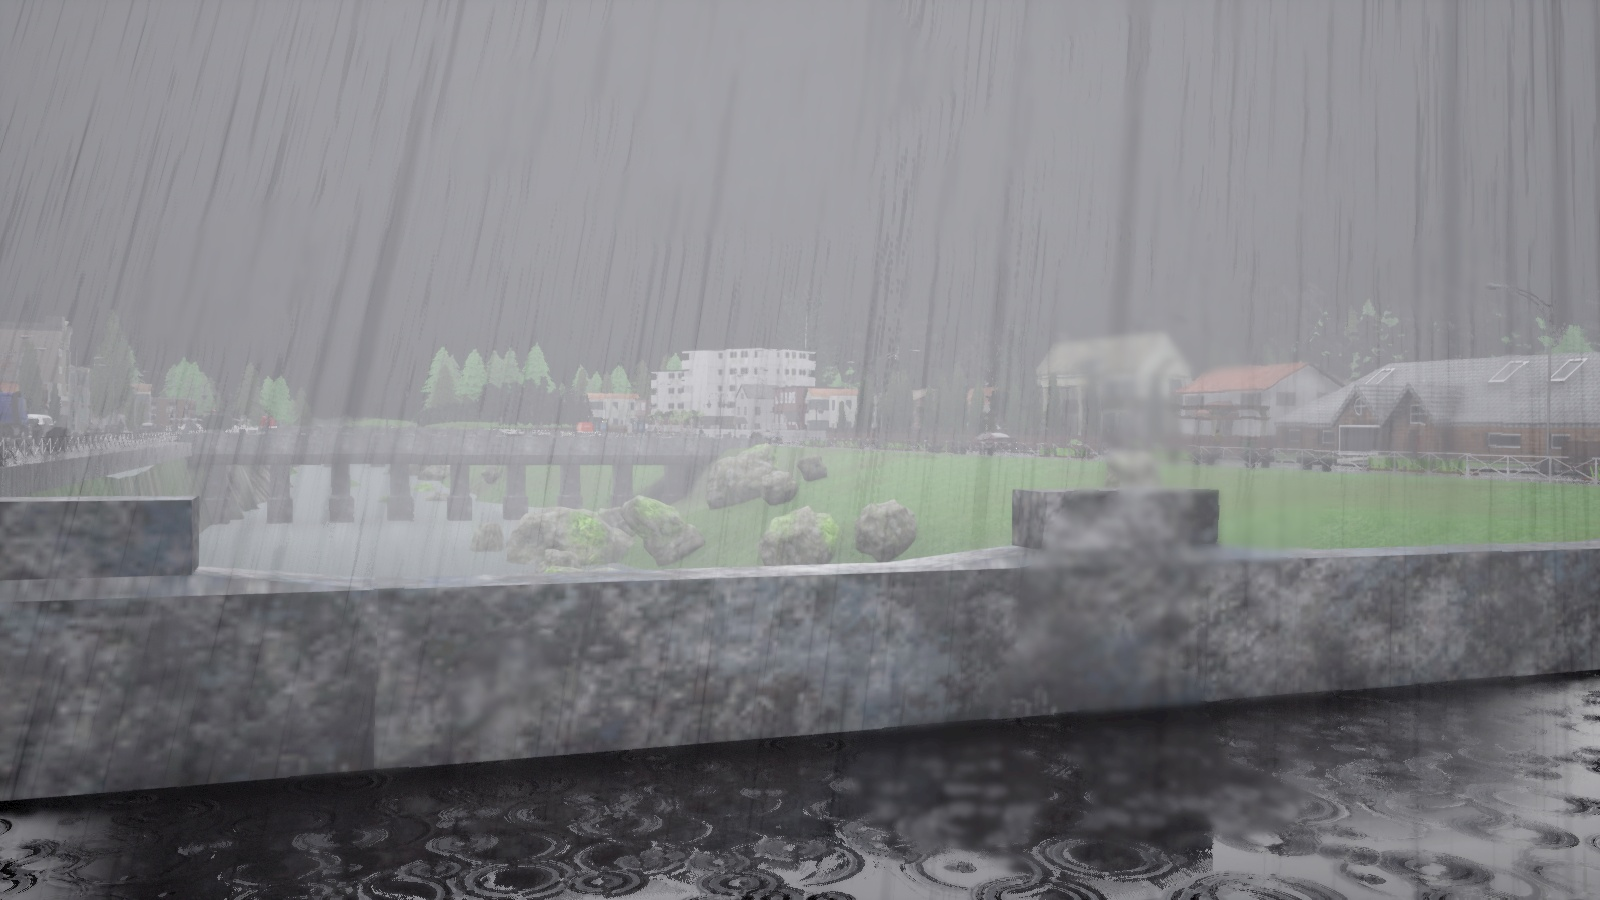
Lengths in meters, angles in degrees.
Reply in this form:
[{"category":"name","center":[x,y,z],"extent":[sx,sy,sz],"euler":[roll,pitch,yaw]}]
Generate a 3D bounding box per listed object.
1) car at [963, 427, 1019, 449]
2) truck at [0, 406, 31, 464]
[{"category":"car","center":[14.091,-0.890,93.028],"extent":[1.882,1.535,5.008],"euler":[-1,1,-21]},{"category":"truck","center":[-50.646,-0.913,78.477],"extent":[2.891,3.462,7.936],"euler":[-1,1,-21]}]
